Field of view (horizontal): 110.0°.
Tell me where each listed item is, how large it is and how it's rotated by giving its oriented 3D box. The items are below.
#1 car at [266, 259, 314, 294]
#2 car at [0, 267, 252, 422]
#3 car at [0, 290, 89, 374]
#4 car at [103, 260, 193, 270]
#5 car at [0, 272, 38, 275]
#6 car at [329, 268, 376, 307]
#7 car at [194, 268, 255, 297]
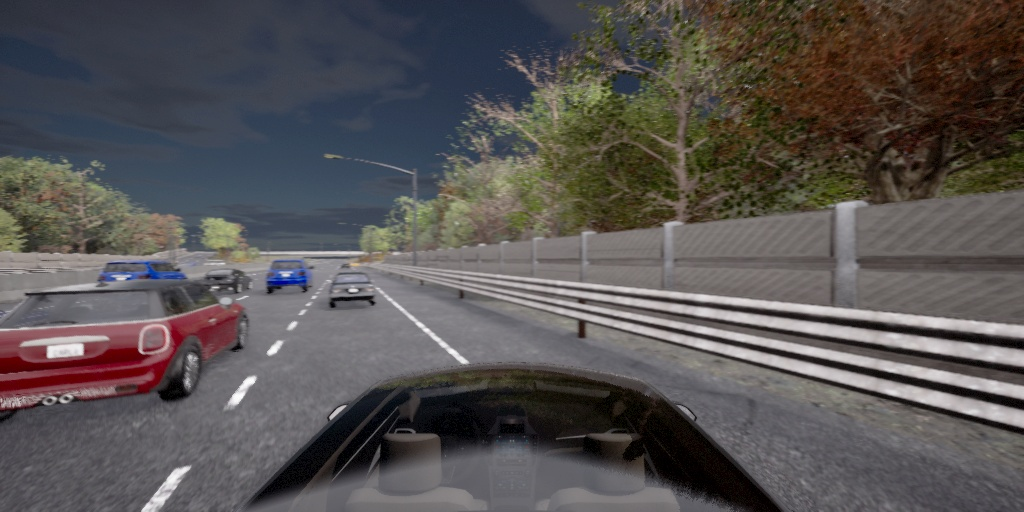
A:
[{"bbox_3d":[-14.318,1.240,23.310,2.150,2.045,5.566,0,0,-25],"label":"car"},{"bbox_3d":[-6.307,1.187,6.265,2.097,1.767,4.553,0,0,-25],"label":"car"},{"bbox_3d":[-10.124,1.469,6.167,1.895,1.301,4.718,0,0,-25],"label":"car"},{"bbox_3d":[-20.630,1.276,20.293,2.150,2.045,5.566,0,0,-25],"label":"car"},{"bbox_3d":[-34.629,1.813,24.965,1.895,1.301,4.718,0,0,-25],"label":"car"},{"bbox_3d":[-7.467,1.461,16.747,2.033,1.411,5.357,0,0,-25],"label":"car"},{"bbox_3d":[-17.745,1.548,22.391,1.837,1.490,4.892,0,0,-25],"label":"car"}]
